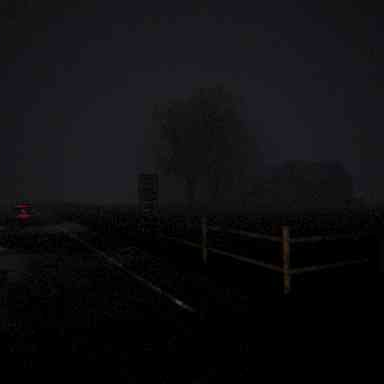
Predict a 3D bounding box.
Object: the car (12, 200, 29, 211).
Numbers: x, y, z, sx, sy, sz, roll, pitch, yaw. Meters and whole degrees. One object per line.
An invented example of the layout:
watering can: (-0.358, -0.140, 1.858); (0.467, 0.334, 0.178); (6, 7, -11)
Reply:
car: (-25.442, 1.937, 49.254); (2.128, 1.511, 4.902); (-1, 0, -29)

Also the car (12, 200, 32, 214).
car: (-20.462, 1.860, 40.151); (1.837, 1.490, 4.892); (-1, 0, -29)
